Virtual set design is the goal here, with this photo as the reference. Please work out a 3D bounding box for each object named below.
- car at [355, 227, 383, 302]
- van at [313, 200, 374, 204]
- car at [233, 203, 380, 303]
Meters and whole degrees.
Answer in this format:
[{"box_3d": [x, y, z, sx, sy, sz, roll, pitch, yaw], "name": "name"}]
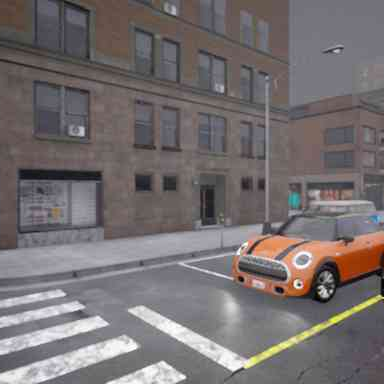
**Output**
[{"box_3d": [5.368, 1.460, 6.373, 4.902, 1.511, 2.128, 0, 0, -40], "name": "car"}, {"box_3d": [6.410, 1.264, 14.250, 3.998, 1.788, 1.690, 0, 0, -40], "name": "van"}, {"box_3d": [3.131, 1.312, 8.269, 4.553, 1.767, 2.097, 0, 0, -38], "name": "car"}]
